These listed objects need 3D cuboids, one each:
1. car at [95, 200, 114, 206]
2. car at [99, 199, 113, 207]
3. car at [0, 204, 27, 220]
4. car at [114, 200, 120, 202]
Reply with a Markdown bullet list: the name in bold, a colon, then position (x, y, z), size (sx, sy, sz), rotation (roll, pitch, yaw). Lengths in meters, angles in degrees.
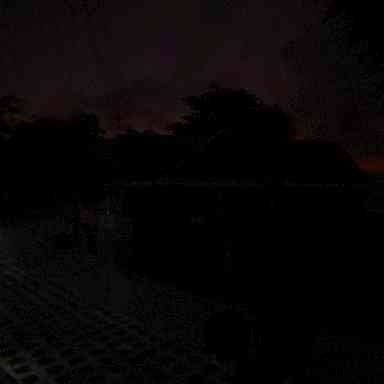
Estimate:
- **car**: position (-14.767, 2.044, 54.740), size (2.097, 1.767, 4.553), rotation (-2, -1, -2)
- **car**: position (-18.967, 2.402, 73.286), size (1.882, 1.535, 5.008), rotation (0, -1, -2)
- **car**: position (-17.907, 1.898, 32.124), size (2.033, 1.411, 5.357), rotation (0, -1, -2)
- **car**: position (-16.392, 2.473, 73.468), size (1.837, 1.490, 4.892), rotation (0, -1, -2)
